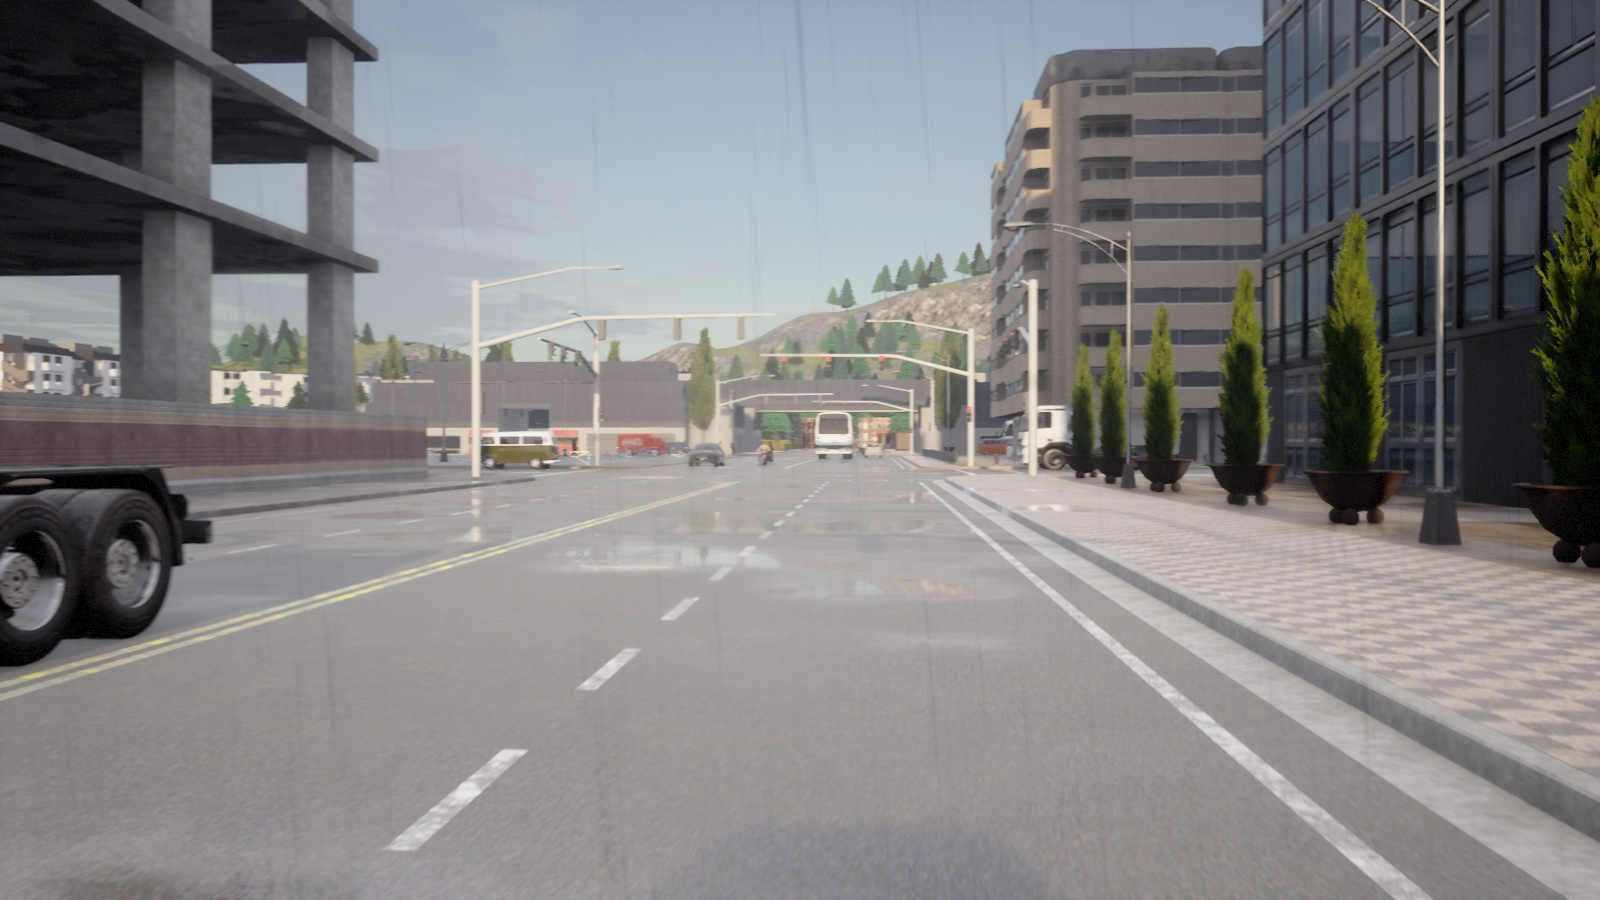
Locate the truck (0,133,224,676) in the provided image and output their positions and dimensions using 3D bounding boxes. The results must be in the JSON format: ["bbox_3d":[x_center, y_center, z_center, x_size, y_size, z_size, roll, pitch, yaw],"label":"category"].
[{"bbox_3d":[-6.607,-0.284,6.895,2.891,3.462,7.936,0,0,3],"label":"truck"}]

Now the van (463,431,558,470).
[{"bbox_3d":[-15.269,0.017,66.427,4.480,2.038,2.069,0,0,3],"label":"van"}]

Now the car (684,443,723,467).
[{"bbox_3d":[-6.042,0.295,79.268,1.837,1.490,4.892,0,0,3],"label":"car"}]

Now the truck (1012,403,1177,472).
[{"bbox_3d":[15.154,-0.638,65.137,7.936,3.462,2.891,0,0,3],"label":"truck"}]
